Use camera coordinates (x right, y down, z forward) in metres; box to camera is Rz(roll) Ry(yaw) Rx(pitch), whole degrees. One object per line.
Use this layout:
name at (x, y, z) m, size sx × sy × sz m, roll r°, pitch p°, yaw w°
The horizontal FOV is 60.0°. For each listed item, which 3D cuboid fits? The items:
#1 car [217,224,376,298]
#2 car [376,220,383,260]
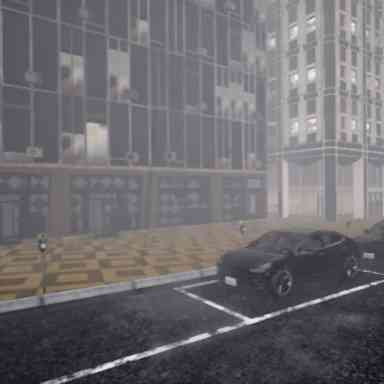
car at (2.636, 1.613, 8.621) m, size 4.313 × 1.339 × 1.947 m, roll 0°, pitch -1°, yaw -35°
car at (7.355, 1.650, 11.776) m, size 4.313 × 1.339 × 1.947 m, roll 0°, pitch -1°, yaw -35°
